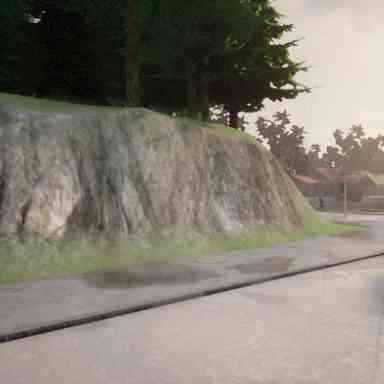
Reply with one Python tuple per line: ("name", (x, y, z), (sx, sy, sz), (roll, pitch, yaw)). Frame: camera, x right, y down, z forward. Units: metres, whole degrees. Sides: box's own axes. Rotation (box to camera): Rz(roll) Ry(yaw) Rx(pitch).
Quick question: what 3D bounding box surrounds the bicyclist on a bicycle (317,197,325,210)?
("bicyclist on a bicycle", (15.463, 1.364, 39.963), (1.656, 1.620, 0.582), (0, 0, -36))
